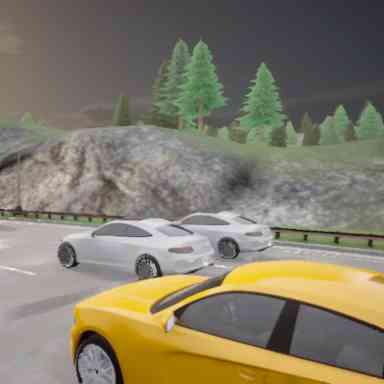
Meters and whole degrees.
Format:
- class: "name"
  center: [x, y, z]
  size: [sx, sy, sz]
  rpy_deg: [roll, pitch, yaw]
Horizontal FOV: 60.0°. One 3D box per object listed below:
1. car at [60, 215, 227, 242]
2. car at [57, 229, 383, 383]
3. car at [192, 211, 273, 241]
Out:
- class: "car"
  center: [-1.636, 1.406, 9.056]
  size: [4.674, 1.442, 1.812]
  rpy_deg: [1, 1, 32]
- class: "car"
  center: [0.871, 1.450, 3.251]
  size: [5.008, 1.535, 1.882]
  rpy_deg: [1, 1, 35]
- class: "car"
  center: [0.516, 1.397, 11.822]
  size: [4.674, 1.442, 1.812]
  rpy_deg: [1, 1, 32]
